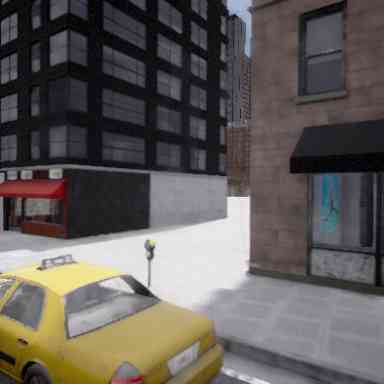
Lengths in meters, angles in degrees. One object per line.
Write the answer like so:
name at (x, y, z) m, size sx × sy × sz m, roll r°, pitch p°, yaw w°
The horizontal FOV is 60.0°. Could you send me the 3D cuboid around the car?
car at (-1.955, 1.525, 4.469) m, size 4.829 × 1.417 × 1.752 m, roll 0°, pitch 1°, yaw 36°
